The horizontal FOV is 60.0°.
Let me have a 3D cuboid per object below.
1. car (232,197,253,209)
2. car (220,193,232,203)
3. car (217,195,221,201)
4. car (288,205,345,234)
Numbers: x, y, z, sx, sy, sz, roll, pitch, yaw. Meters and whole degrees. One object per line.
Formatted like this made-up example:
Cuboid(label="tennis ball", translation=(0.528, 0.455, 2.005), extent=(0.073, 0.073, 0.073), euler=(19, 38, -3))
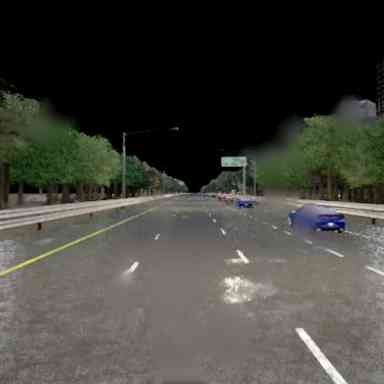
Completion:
Cuboid(label="car", translation=(7.130, 1.507, 45.954), extent=(1.882, 1.535, 5.008), euler=(0, 0, 0))
Cuboid(label="car", translation=(7.265, 1.534, 67.105), extent=(1.812, 1.442, 4.674), euler=(0, 0, 0))
Cuboid(label="car", translation=(7.399, 1.472, 83.080), extent=(1.882, 1.535, 5.008), euler=(0, 0, 0))
Cuboid(label="car", translation=(7.027, 1.500, 19.290), extent=(1.882, 1.535, 5.008), euler=(0, 0, 0))
